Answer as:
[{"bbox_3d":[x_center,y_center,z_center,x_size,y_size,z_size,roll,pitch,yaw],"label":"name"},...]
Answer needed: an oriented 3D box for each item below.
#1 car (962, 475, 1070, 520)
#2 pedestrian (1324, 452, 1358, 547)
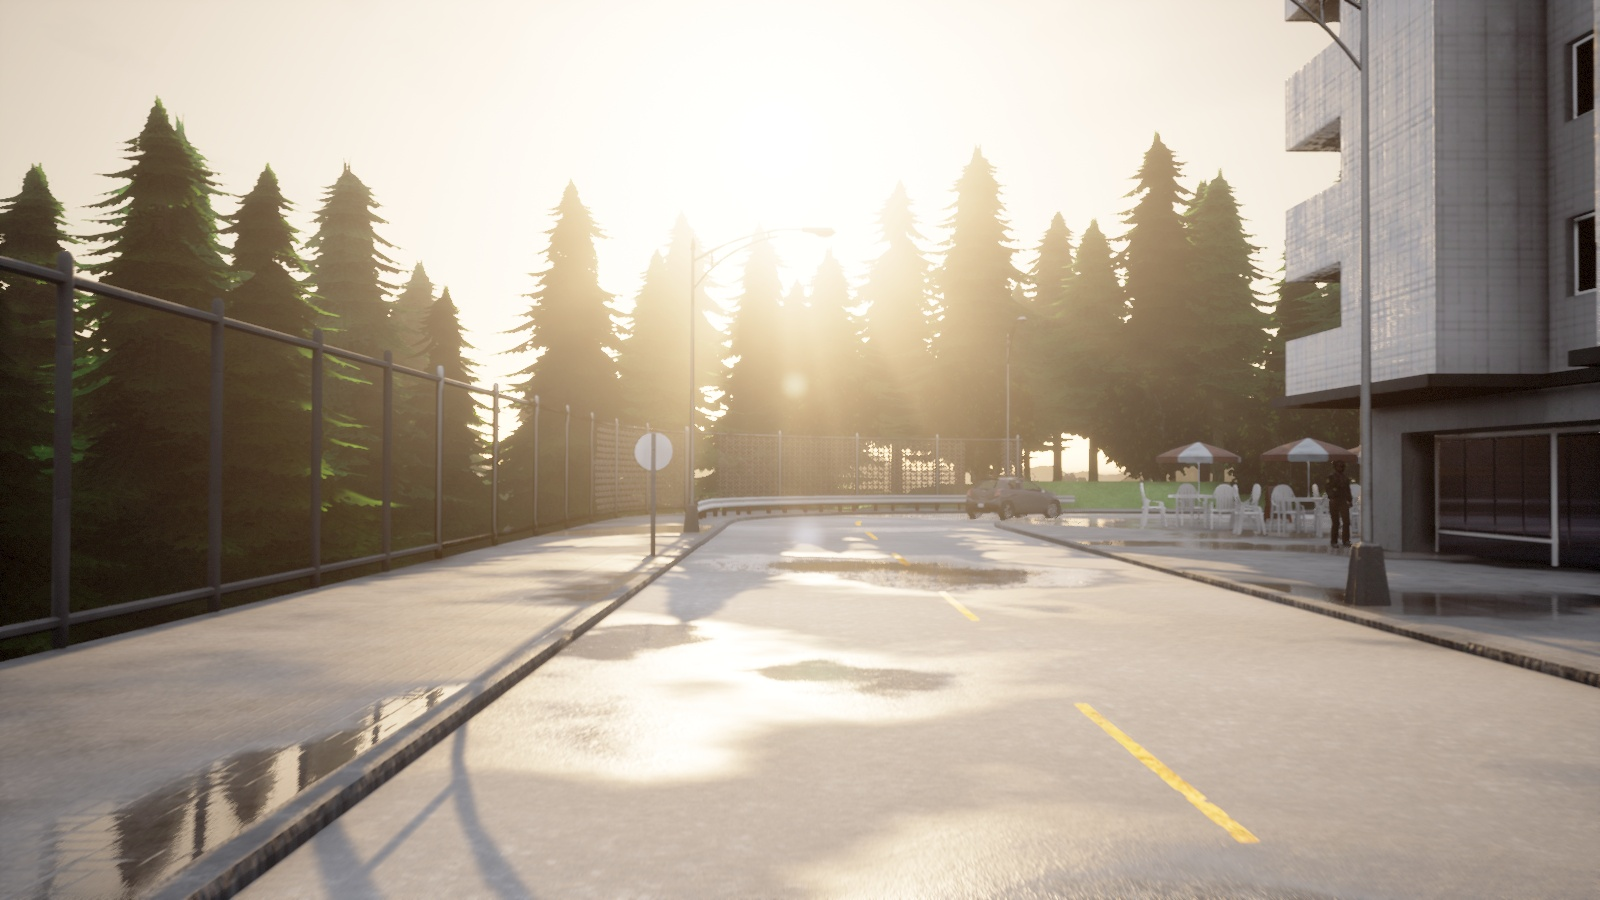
[{"bbox_3d":[7.702,1.669,44.631,3.633,1.501,1.845,1,-2,-40],"label":"car"},{"bbox_3d":[11.175,1.008,25.941,0.395,1.930,0.692,0,-1,1],"label":"pedestrian"}]
